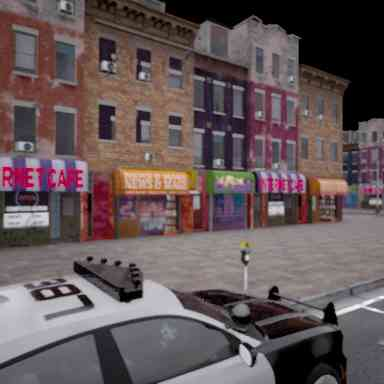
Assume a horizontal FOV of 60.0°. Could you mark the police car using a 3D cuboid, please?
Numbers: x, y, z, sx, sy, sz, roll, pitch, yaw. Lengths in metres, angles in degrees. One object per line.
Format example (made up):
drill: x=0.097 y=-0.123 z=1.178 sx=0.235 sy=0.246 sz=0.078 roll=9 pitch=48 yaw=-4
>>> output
police car: x=-0.593 y=1.433 z=2.843 sx=5.238 sy=1.638 sz=1.930 roll=1 pitch=0 yaw=-35
